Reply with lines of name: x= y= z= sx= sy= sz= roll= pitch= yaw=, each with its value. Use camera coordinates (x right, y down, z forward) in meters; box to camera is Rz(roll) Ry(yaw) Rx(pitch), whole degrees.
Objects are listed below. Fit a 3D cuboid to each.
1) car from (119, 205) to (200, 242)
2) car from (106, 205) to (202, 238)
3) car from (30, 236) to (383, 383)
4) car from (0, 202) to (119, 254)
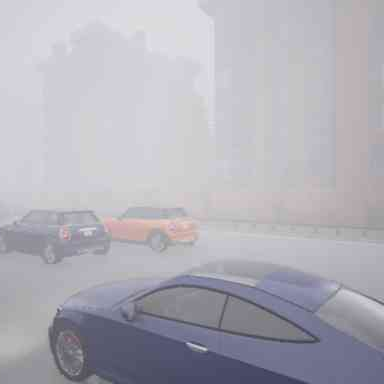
car: x=-1.985 y=1.346 z=14.015 sx=4.553 sy=1.767 sz=2.097 roll=0 pitch=0 yaw=36
car: x=-2.231 y=1.542 z=18.486 sx=5.357 sy=1.411 sz=2.033 roll=0 pitch=0 yaw=36
car: x=0.328 y=1.525 z=3.758 sx=4.674 sy=1.442 sz=1.812 roll=0 pitch=0 yaw=36
car: x=-5.052 y=1.347 z=11.903 sx=4.553 sy=1.767 sz=2.097 roll=0 pitch=0 yaw=36
